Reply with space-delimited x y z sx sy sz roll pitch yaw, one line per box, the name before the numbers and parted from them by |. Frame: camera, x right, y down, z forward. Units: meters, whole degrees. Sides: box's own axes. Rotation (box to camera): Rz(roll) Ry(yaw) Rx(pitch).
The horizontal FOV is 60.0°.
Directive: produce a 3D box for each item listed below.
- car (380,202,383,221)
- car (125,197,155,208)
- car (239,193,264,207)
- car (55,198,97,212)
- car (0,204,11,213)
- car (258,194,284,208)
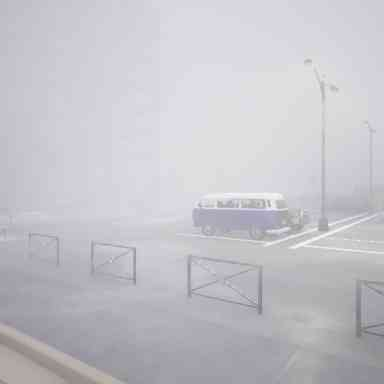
car | 17.298 1.153 25.445 4.605 1.855 1.932 0 0 36
car | -7.246 1.436 46.758 2.128 1.511 4.902 0 0 36
car | 10.795 1.449 59.537 1.837 1.490 4.892 0 0 36
car | -13.319 1.422 38.325 1.882 1.535 5.008 0 0 36
car | -19.376 1.492 29.908 2.033 1.411 5.357 0 0 36
car | 13.692 1.545 57.572 1.895 1.301 4.718 0 0 36
